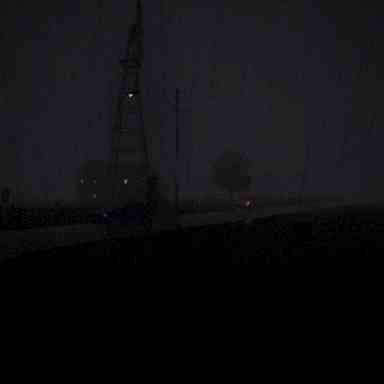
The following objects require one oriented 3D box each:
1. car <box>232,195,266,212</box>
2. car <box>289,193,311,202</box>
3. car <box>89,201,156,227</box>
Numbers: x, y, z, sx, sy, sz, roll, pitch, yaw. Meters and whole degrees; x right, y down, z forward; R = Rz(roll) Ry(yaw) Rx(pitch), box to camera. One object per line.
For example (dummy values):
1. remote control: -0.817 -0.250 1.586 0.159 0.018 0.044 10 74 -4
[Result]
1. car: 6.326 1.173 36.735 2.097 1.767 4.553 2 1 38
2. car: 15.891 0.872 48.843 1.882 1.535 5.008 1 1 38
3. car: -4.574 1.363 22.482 1.882 1.535 5.008 1 1 37
